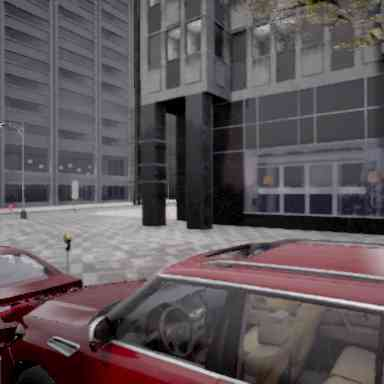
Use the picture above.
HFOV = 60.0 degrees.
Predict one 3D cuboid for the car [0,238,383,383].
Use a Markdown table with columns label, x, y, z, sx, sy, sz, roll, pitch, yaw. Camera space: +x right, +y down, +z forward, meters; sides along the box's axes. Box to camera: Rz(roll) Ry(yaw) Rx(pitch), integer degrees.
| label | x | y | z | sx | sy | sz | roll | pitch | yaw |
| --- | --- | --- | --- | --- | --- | --- | --- | --- | --- |
| car | 0.594 | 1.322 | 2.537 | 5.009 | 1.841 | 2.192 | -1 | 0 | 36 |

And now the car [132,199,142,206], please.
| label | x | y | z | sx | sy | sz | roll | pitch | yaw |
| --- | --- | --- | --- | --- | --- | --- | --- | --- | --- |
| car | -6.089 | 1.246 | 45.932 | 1.895 | 1.301 | 4.718 | 0 | 1 | 36 |
